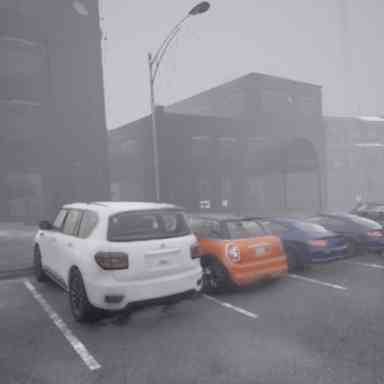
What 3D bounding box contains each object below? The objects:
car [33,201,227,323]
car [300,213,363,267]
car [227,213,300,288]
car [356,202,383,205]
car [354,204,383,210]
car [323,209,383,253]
[{"bbox_3d":[-2.017,1.222,7.601,2.435,2.045,5.566,0,0,-36],"label":"car"},{"bbox_3d":[2.683,1.499,10.917,2.002,1.452,4.674,0,0,-36],"label":"car"},{"bbox_3d":[0.308,1.341,9.186,2.185,1.767,4.553,0,0,-36],"label":"car"},{"bbox_3d":[9.940,1.310,16.137,2.185,1.767,4.553,0,0,-36],"label":"car"},{"bbox_3d":[7.550,1.473,14.429,2.163,1.488,4.792,0,0,-36],"label":"car"},{"bbox_3d":[5.176,1.491,12.696,2.002,1.452,4.674,0,0,-36],"label":"car"}]
